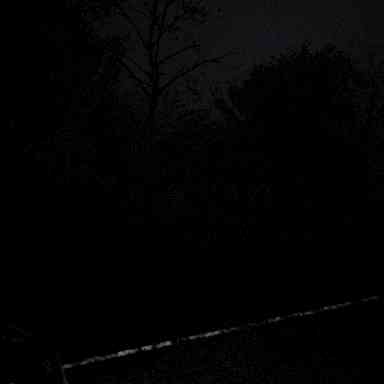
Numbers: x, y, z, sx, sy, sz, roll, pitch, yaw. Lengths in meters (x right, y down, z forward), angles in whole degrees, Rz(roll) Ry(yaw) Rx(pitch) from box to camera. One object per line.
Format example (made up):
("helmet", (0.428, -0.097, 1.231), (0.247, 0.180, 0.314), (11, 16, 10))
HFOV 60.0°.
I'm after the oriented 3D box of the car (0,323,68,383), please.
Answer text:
("car", (-2.908, 1.351, 1.583), (4.553, 1.767, 2.097), (0, 0, -26))
